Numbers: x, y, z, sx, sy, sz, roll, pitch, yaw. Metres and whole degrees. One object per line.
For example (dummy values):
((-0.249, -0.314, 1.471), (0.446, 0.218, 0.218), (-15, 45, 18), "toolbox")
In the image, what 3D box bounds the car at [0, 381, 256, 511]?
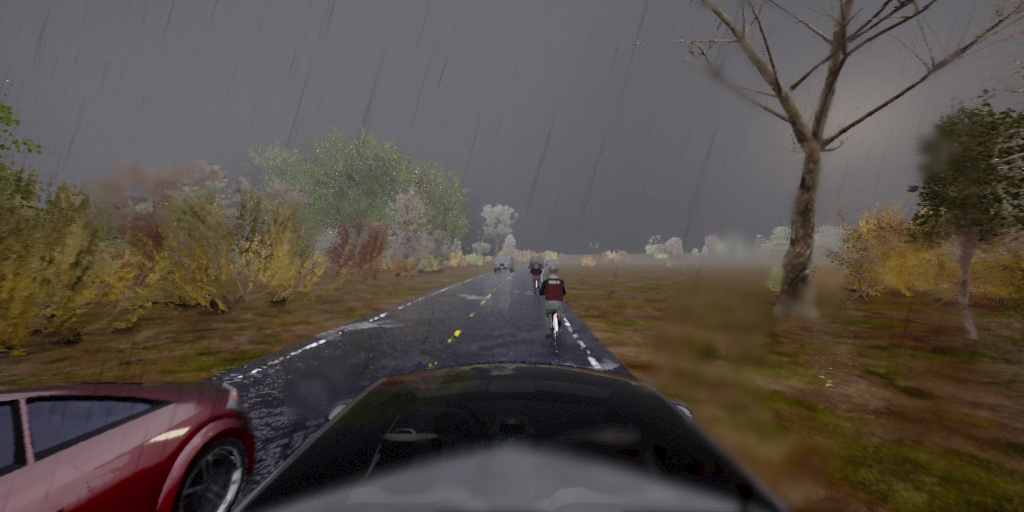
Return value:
((-3.069, 1.314, 1.165), (1.994, 1.385, 4.181), (0, 0, 0), "car")

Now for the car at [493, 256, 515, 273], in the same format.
((-0.889, 0.961, 43.593), (2.150, 2.045, 5.566), (0, 0, 6), "car")

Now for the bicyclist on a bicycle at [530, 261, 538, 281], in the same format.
((1.213, 1.114, 17.902), (0.659, 1.776, 1.843), (0, 0, 2), "bicyclist on a bicycle")

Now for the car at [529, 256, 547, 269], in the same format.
((4.053, 0.966, 58.100), (2.150, 2.045, 5.566), (0, 0, 8), "car")

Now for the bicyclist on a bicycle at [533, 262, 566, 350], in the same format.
((0.920, 1.118, 8.154), (0.659, 1.776, 1.843), (0, 0, 1), "bicyclist on a bicycle")
